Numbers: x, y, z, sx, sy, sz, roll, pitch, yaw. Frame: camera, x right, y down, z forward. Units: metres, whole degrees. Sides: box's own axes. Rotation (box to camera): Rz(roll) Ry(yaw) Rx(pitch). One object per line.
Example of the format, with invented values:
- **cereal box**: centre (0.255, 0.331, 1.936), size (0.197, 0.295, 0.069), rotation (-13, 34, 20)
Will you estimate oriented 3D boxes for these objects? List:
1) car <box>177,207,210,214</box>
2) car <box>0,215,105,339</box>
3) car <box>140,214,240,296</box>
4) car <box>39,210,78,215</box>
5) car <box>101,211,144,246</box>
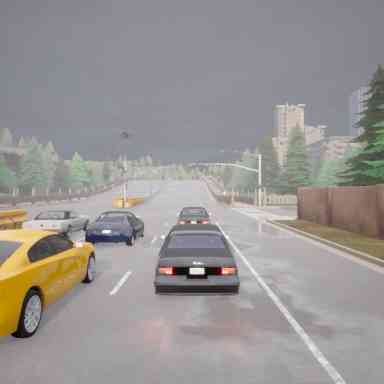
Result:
- **car**: centre (0.105, 1.547, 18.893), size (2.033, 1.411, 5.357), rotation (0, 0, 1)
- **car**: centre (-3.406, 1.478, 6.617), size (1.882, 1.535, 5.008), rotation (0, 0, 0)
- **car**: centre (0.092, 1.547, 8.827), size (2.033, 1.411, 5.357), rotation (0, 0, 0)
- **car**: centre (-6.916, 1.601, 17.603), size (1.895, 1.301, 4.718), rotation (0, 0, 0)
- **car**: centre (-3.420, 1.564, 15.374), size (1.994, 1.385, 4.181), rotation (0, 0, 0)
